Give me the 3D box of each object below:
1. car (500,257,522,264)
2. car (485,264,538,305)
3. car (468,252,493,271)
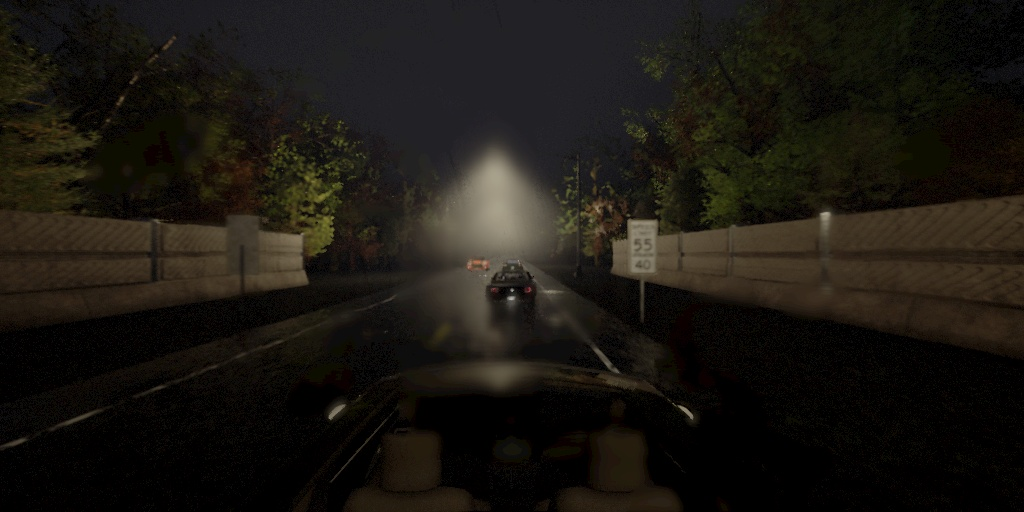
[{"bbox_3d":[0.083,0.987,35.249,1.994,1.385,4.181,0,1,0],"label":"car"},{"bbox_3d":[0.026,1.219,15.078,1.895,1.301,4.718,-1,1,1],"label":"car"},{"bbox_3d":[-3.584,0.730,39.382,2.097,1.767,4.553,0,1,0],"label":"car"}]
